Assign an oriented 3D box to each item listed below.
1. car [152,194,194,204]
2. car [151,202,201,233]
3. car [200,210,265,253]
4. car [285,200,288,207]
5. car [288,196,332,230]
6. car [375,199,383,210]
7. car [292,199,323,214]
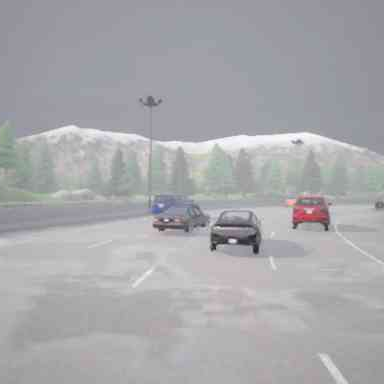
[{"bbox_3d":[-1.292,1.204,27.619,2.150,2.045,5.566,0,0,24],"label":"car"},{"bbox_3d":[-0.484,1.538,19.749,2.033,1.411,5.357,0,0,20],"label":"car"},{"bbox_3d":[1.972,1.508,13.946,2.128,1.511,4.902,0,0,13],"label":"car"},{"bbox_3d":[16.631,1.507,52.096,4.553,1.767,2.097,1,0,-42],"label":"car"},{"bbox_3d":[8.090,1.298,22.403,2.150,2.045,5.566,0,0,23],"label":"car"},{"bbox_3d":[28.192,1.751,47.678,5.008,1.535,1.882,1,-1,-35],"label":"car"},{"bbox_3d":[13.276,1.603,38.059,1.882,1.535,5.008,0,-1,38],"label":"car"}]
